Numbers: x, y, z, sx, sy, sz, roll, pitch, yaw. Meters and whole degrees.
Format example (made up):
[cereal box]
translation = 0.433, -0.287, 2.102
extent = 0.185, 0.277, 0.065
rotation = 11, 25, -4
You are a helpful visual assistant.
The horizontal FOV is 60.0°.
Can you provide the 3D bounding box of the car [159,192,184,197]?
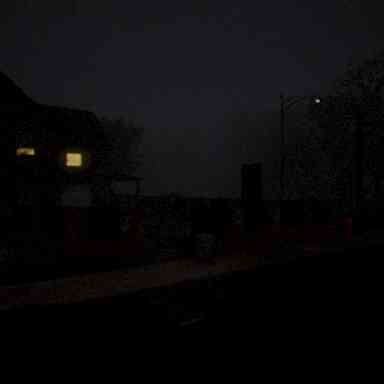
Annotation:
[car]
translation = -2.482, 1.003, 44.568
extent = 2.150, 2.045, 5.566
rotation = 0, 0, -35
